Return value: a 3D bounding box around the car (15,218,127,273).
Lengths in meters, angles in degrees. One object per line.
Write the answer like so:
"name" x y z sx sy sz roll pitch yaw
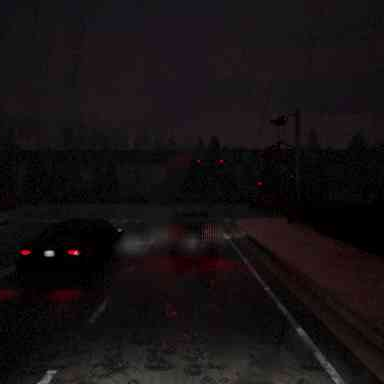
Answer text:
"car" -3.478 1.554 10.650 2.033 1.411 5.357 0 0 0

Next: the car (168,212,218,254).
"car" 0.051 1.534 13.496 1.812 1.442 4.674 0 0 1
